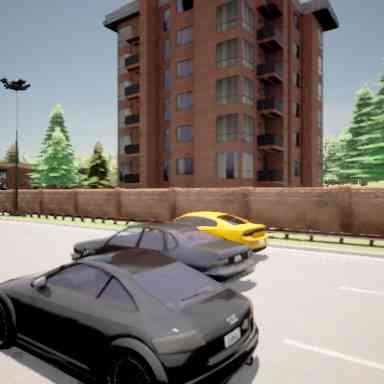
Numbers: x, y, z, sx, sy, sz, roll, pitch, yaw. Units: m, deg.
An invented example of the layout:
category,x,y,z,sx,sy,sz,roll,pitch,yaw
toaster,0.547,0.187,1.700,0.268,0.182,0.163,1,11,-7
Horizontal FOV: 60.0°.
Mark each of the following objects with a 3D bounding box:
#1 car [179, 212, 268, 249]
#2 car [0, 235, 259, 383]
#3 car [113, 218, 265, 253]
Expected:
category,x,y,z,sx,sy,sz,roll,pitch,yaw
car,0.289,1.482,12.383,5.008,1.535,1.882,0,0,36
car,-1.184,1.566,4.829,4.181,1.385,1.994,0,0,36
car,-1.005,1.551,9.009,5.357,1.411,2.033,0,0,36
